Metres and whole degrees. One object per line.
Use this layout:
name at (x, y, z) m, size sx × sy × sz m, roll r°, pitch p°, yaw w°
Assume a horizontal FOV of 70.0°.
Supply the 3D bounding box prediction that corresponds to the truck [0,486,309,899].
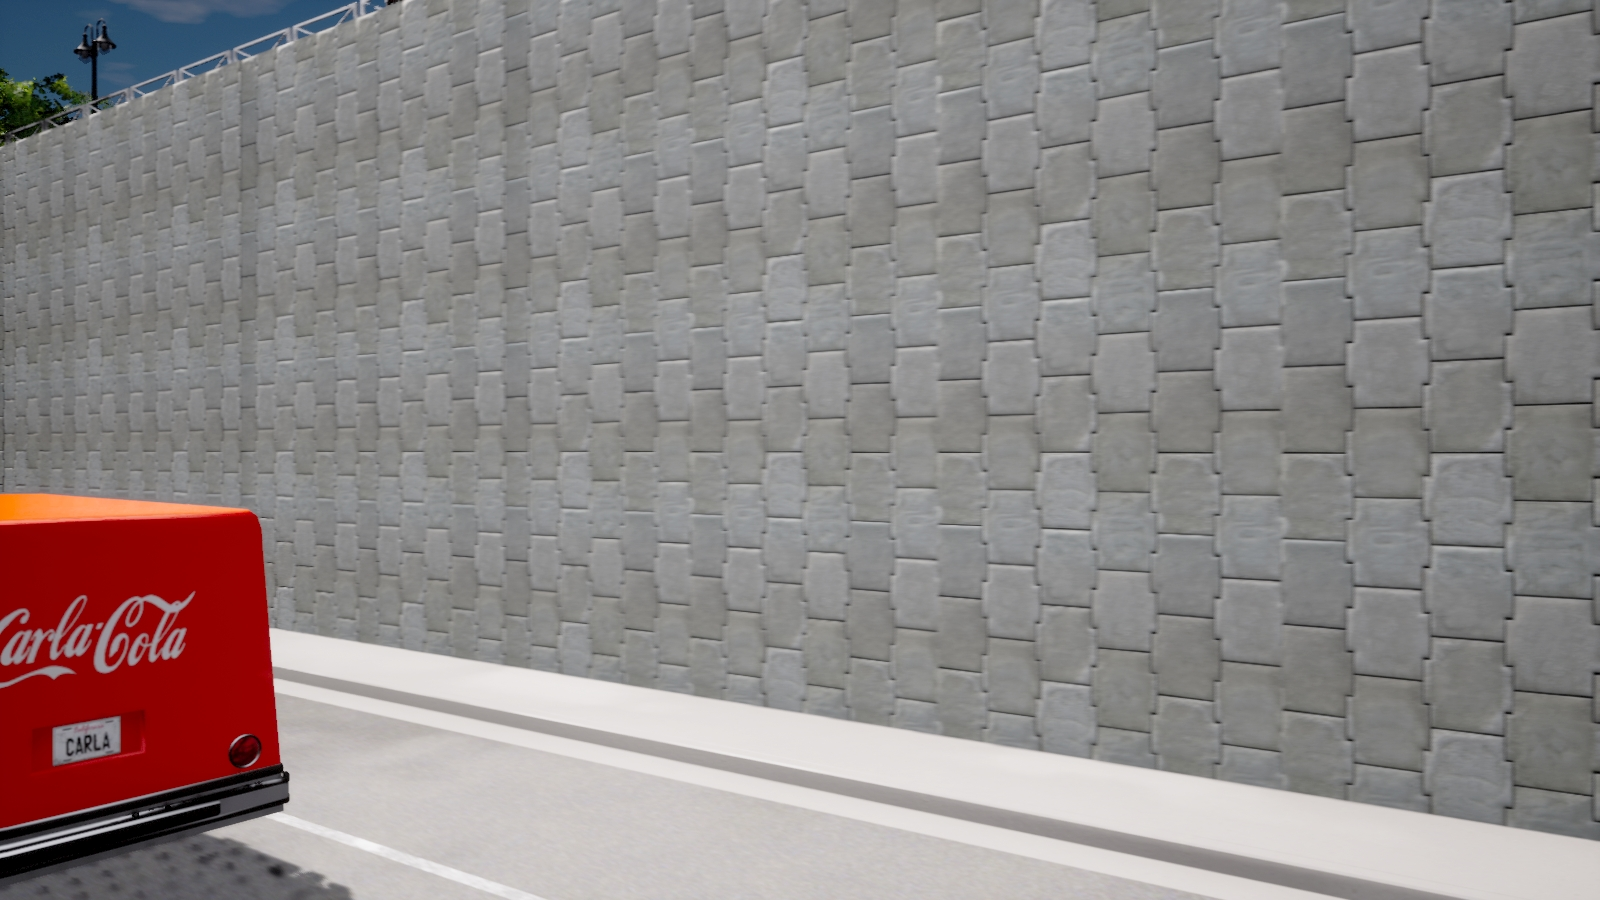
truck at (-6.151, 1.568, 8.063) m, size 5.204 × 2.467 × 2.627 m, roll 0°, pitch 0°, yaw 36°
